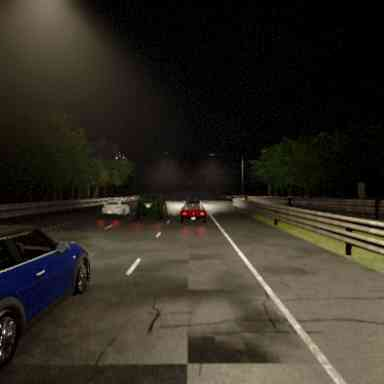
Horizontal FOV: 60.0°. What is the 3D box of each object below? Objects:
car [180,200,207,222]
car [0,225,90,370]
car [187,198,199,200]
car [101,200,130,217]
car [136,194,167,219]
[{"bbox_3d":[0.106,1.558,25.569,1.895,1.301,4.718,0,0,0],"label":"car"},{"bbox_3d":[-3.398,1.350,5.824,2.097,1.767,4.553,0,0,0],"label":"car"},{"bbox_3d":[0.110,1.447,42.479,2.128,1.511,4.902,0,0,0],"label":"car"},{"bbox_3d":[-6.878,1.480,30.197,1.812,1.442,4.674,0,0,0],"label":"car"},{"bbox_3d":[-3.392,1.177,28.515,2.150,2.045,5.566,0,0,0],"label":"car"}]
